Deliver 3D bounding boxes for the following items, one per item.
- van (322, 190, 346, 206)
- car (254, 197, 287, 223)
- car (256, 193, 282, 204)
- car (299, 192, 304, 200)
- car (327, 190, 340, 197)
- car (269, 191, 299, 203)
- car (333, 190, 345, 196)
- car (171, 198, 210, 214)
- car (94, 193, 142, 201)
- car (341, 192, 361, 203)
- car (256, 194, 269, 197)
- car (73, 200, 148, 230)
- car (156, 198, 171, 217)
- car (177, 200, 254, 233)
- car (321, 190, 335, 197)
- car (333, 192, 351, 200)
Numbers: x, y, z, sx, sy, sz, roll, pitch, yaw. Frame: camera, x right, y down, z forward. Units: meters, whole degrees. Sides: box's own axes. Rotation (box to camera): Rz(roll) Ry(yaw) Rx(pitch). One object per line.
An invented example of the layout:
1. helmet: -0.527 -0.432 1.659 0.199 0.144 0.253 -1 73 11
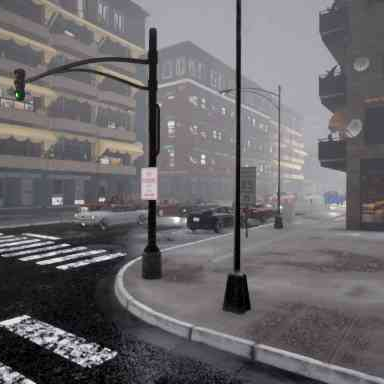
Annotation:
1. van: 17.437 0.721 40.737 1.690 1.788 3.998 2 2 35
2. car: 4.614 1.283 22.517 1.802 1.307 4.206 2 2 35
3. car: 10.603 0.880 45.594 1.947 1.339 4.313 2 2 35
4. car: 17.012 0.719 54.707 1.947 1.339 4.313 2 2 35
5. car: 33.038 0.335 77.488 1.802 1.307 4.206 2 2 35
6. car: 11.502 0.717 42.328 2.097 1.767 4.553 1 1 36
7. car: 36.243 0.255 82.044 1.802 1.307 4.206 2 2 35
8. car: 0.545 1.203 26.830 1.994 1.385 4.181 1 1 34
9. car: -5.420 1.031 22.808 2.192 1.841 5.009 2 2 35
10. car: 23.844 0.763 49.853 1.887 1.381 4.507 2 2 35
11. car: 5.797 1.012 34.267 1.837 1.490 4.892 1 1 35
12. car: -4.549 1.368 19.565 1.895 1.301 4.718 1 1 35
13. car: -2.217 1.180 27.370 1.887 1.381 4.507 2 2 35
14. car: 1.409 1.348 17.961 1.947 1.339 4.313 2 2 35
15. car: 29.833 0.378 72.931 1.887 1.381 4.507 2 2 35
16. car: 25.883 0.695 57.272 1.895 1.301 4.718 1 1 35
